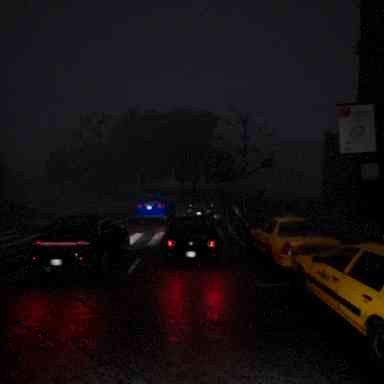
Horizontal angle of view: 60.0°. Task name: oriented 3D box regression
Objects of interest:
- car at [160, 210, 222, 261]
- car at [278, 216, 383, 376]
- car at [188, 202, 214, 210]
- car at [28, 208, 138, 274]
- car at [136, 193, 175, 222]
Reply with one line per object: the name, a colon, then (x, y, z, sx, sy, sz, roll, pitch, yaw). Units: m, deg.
car: (-0.004, 1.567, 12.154, 1.895, 1.301, 4.718, 0, 0, 1)
car: (3.159, 1.453, 5.387, 1.946, 1.575, 5.366, 0, 0, -1)
car: (0.689, 1.463, 25.919, 1.994, 1.385, 4.181, 0, 1, 6)
car: (-3.258, 1.469, 10.453, 2.128, 1.511, 4.902, 0, 0, 0)
car: (-2.655, 1.118, 25.264, 2.150, 2.045, 5.566, 0, 1, 5)
